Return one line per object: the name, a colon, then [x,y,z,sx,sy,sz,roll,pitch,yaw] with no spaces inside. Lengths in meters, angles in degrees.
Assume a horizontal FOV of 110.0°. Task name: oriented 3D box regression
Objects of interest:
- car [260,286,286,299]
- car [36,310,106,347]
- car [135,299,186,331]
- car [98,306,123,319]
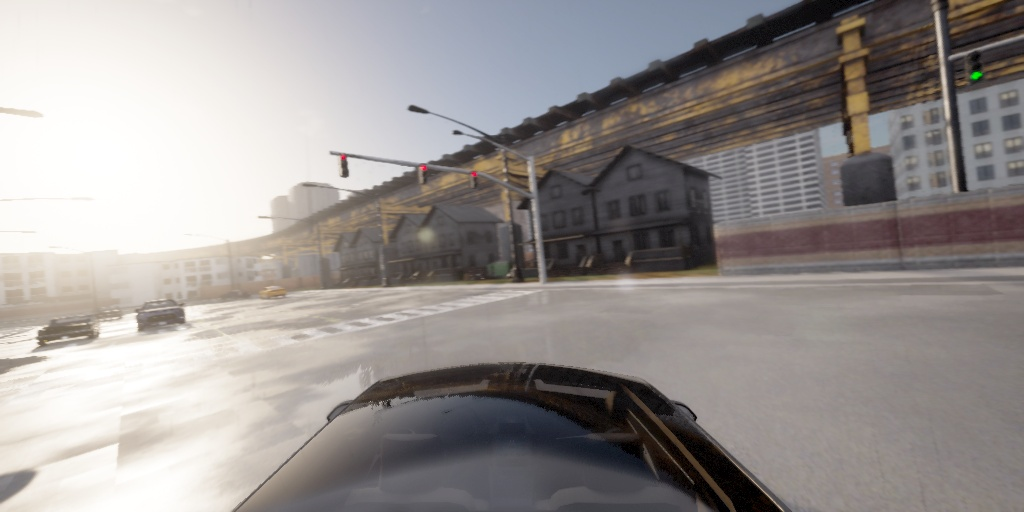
car: [-30.530,4.609,45.739,5.008,1.535,1.882,-6,0,41]
car: [-24.005,3.950,19.538,4.718,1.301,1.895,-6,0,45]
car: [-21.784,3.474,22.233,4.553,1.767,2.097,-6,0,44]
car: [-40.597,5.765,36.091,4.718,1.301,1.895,-6,0,43]
